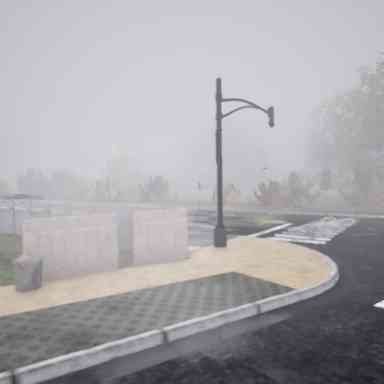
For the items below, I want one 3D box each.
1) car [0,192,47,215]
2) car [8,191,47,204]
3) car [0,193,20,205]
[{"bbox_3d":[-14.101,0.856,27.404,4.553,1.767,2.097,1,1,31],"label":"car"},{"bbox_3d":[-21.216,0.681,42.919,4.902,1.511,2.128,1,1,30],"label":"car"},{"bbox_3d":[-23.238,0.829,40.330,4.718,1.301,1.895,1,1,30],"label":"car"}]
